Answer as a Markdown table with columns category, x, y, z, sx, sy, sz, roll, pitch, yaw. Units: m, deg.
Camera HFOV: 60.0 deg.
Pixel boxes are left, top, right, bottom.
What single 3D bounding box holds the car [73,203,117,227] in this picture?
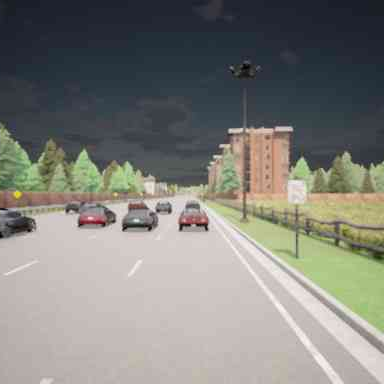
| category | x | y | z | sx | sy | sz | roll | pitch | yaw |
| --- | --- | --- | --- | --- | --- | --- | --- | --- | --- |
| car | -6.897 | 1.765 | 24.568 | 1.994 | 1.385 | 4.181 | 0 | 0 | 0 |

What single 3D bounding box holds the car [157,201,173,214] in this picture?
| category | x | y | z | sx | sy | sz | roll | pitch | yaw |
| --- | --- | --- | --- | --- | --- | --- | --- | --- | --- |
| car | -3.395 | 1.823 | 40.620 | 2.128 | 1.511 | 4.902 | 0 | 0 | 0 |

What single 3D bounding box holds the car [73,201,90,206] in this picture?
| category | x | y | z | sx | sy | sz | roll | pitch | yaw |
| --- | --- | --- | --- | --- | --- | --- | --- | --- | --- |
| car | -10.395 | 1.835 | 35.163 | 2.033 | 1.411 | 5.357 | 0 | 0 | 0 |

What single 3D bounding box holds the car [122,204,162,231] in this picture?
| category | x | y | z | sx | sy | sz | roll | pitch | yaw |
| --- | --- | --- | --- | --- | --- | --- | --- | --- | --- |
| car | -3.396 | 1.747 | 22.347 | 1.994 | 1.385 | 4.181 | 0 | 0 | 0 |

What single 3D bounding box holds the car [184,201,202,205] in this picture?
| category | x | y | z | sx | sy | sz | roll | pitch | yaw |
| --- | --- | --- | --- | --- | --- | --- | --- | --- | --- |
| car | 0.105 | 1.837 | 40.691 | 1.837 | 1.490 | 4.892 | 0 | 0 | 0 |

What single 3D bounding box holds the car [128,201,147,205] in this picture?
| category | x | y | z | sx | sy | sz | roll | pitch | yaw |
| --- | --- | --- | --- | --- | --- | --- | --- | --- | --- |
| car | -6.893 | 1.822 | 42.246 | 1.882 | 1.535 | 5.008 | 0 | 0 | 0 |

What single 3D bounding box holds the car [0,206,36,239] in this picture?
| category | x | y | z | sx | sy | sz | roll | pitch | yaw |
| --- | --- | --- | --- | --- | --- | --- | --- | --- | --- |
| car | -10.397 | 1.715 | 18.405 | 1.994 | 1.385 | 4.181 | 0 | 0 | 0 |

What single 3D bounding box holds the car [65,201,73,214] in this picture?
| category | x | y | z | sx | sy | sz | roll | pitch | yaw |
| --- | --- | --- | --- | --- | --- | --- | --- | --- | --- |
| car | -13.896 | 1.837 | 40.722 | 1.837 | 1.490 | 4.892 | 0 | 0 | 0 |

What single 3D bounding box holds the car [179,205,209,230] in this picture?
| category | x | y | z | sx | sy | sz | roll | pitch | yaw |
| --- | --- | --- | --- | --- | --- | --- | --- | --- | --- |
| car | 0.103 | 1.785 | 22.501 | 1.895 | 1.301 | 4.718 | 0 | 0 | 0 |
